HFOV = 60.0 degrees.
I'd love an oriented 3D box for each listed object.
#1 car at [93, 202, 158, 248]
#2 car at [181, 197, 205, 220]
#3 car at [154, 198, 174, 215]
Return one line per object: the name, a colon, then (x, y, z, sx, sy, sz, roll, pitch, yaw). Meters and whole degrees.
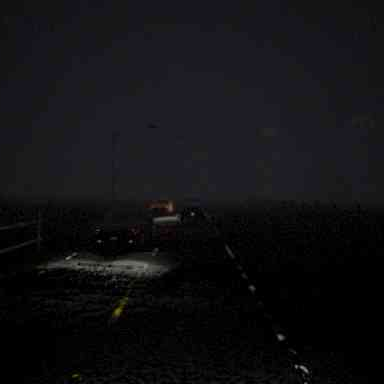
car: (-2.822, 1.412, 14.579, 1.882, 1.535, 5.008, 0, 0, 0)
car: (0.067, 1.407, 26.443, 1.812, 1.442, 4.674, 0, 0, 0)
car: (-2.799, 1.337, 31.546, 1.882, 1.535, 5.008, 0, 0, 0)
